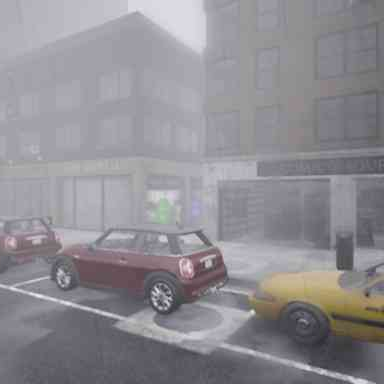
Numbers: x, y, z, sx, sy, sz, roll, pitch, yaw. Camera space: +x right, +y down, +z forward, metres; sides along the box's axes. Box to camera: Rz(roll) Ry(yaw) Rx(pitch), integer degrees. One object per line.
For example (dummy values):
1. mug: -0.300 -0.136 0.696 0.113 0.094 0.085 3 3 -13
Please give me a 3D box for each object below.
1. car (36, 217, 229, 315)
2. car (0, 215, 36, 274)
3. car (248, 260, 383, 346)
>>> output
1. car: -1.330 1.429 7.546 4.097 1.590 1.967 0 0 31
2. car: -6.046 1.421 10.423 4.097 1.590 1.967 0 0 31
3. car: 3.240 1.523 4.758 4.829 1.417 1.752 0 0 31
